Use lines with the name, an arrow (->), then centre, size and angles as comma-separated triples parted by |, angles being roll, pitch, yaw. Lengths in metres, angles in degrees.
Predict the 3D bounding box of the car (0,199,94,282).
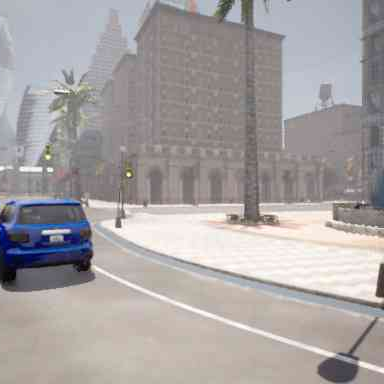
car -> -4.752, 1.237, 10.214 | 2.150, 2.045, 5.566 | 0, -1, -34

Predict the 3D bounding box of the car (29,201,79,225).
car -> -10.562, 1.526, 25.828 | 1.882, 1.535, 5.008 | -1, 0, -1
